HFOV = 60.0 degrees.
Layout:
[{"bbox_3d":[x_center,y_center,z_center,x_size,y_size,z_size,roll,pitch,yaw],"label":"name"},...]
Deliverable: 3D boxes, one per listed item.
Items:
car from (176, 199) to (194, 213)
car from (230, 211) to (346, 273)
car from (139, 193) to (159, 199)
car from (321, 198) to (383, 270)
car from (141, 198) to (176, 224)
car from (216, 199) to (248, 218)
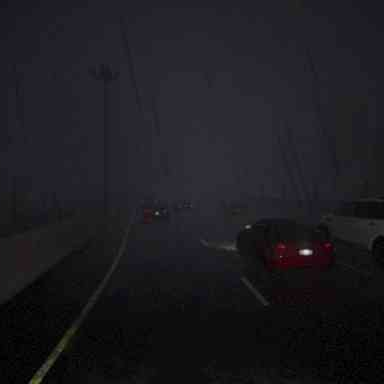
[{"bbox_3d":[-1.031,1.494,36.720,2.033,1.411,5.357,0,0,-9],"label":"car"},{"bbox_3d":[2.766,1.542,10.679,1.994,1.385,4.181,0,0,-6],"label":"car"},{"bbox_3d":[-5.247,1.169,41.017,2.150,2.045,5.566,0,0,-9],"label":"car"},{"bbox_3d":[6.267,1.191,11.080,2.150,2.045,5.566,0,0,-7],"label":"car"},{"bbox_3d":[-2.695,1.472,24.613,2.163,1.488,4.792,0,0,-9],"label":"car"},{"bbox_3d":[3.535,1.424,30.156,1.882,1.535,5.008,0,0,-9],"label":"car"}]
